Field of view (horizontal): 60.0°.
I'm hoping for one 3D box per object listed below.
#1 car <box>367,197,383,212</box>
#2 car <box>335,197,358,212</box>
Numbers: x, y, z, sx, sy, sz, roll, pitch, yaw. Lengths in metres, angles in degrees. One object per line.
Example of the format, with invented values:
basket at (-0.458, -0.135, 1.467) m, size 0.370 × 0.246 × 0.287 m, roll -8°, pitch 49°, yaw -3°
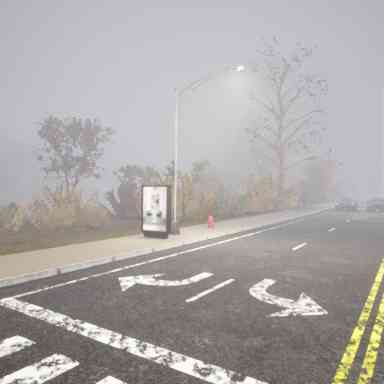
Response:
car at (21.360, 1.393, 38.233) m, size 2.097 × 1.767 × 4.553 m, roll 0°, pitch 0°, yaw 30°
car at (18.550, 1.390, 39.865) m, size 2.097 × 1.767 × 4.553 m, roll 0°, pitch 0°, yaw 30°
